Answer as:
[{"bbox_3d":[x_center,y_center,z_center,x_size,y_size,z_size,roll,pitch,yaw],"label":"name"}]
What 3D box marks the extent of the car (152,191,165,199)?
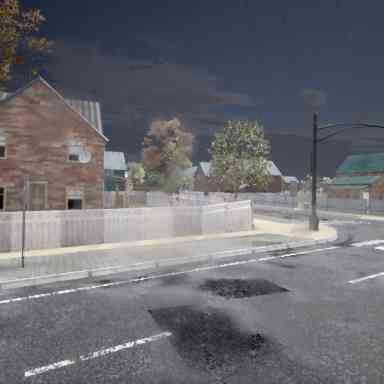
[{"bbox_3d":[-6.224,0.639,61.693,1.812,1.442,4.674,1,1,-20],"label":"car"}]
